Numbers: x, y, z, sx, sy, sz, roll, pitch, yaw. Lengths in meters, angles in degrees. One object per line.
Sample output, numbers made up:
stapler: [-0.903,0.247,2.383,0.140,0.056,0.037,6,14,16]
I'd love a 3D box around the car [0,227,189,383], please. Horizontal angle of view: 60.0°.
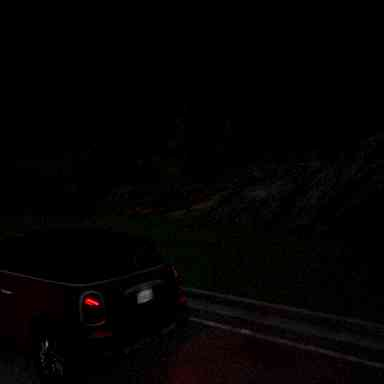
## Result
car: [-2.346,1.401,5.572,4.553,1.767,2.097,-1,0,35]
